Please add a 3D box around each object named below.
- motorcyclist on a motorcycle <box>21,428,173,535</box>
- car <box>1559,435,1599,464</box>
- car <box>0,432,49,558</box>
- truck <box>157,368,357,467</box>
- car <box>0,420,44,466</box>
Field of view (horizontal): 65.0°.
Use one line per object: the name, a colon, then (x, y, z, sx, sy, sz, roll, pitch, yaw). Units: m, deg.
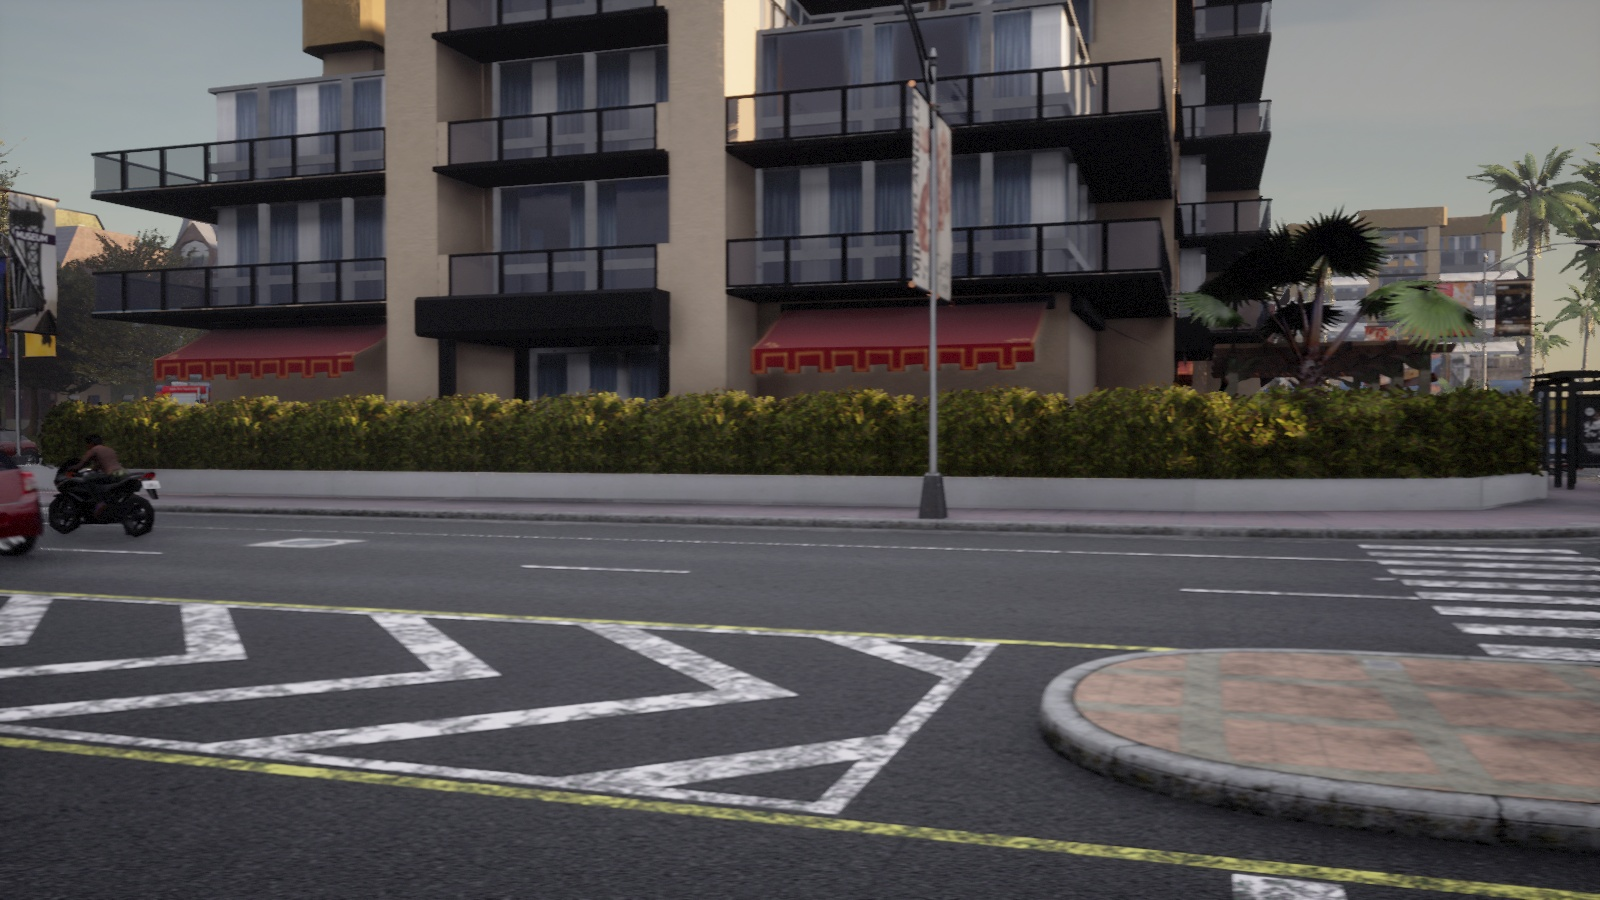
motorcyclist on a motorcycle: (-10.462, 0.443, 18.686, 2.044, 1.523, 0.797, 1, 1, 18)
car: (42.193, -0.041, 66.113, 2.163, 1.488, 4.792, 0, 1, 9)
car: (-11.346, 0.526, 15.294, 3.633, 1.501, 1.845, 1, 1, 18)
truck: (-22.699, -1.338, 53.140, 2.891, 3.827, 8.468, 1, 1, 18)
car: (-31.708, -0.278, 47.983, 2.097, 1.767, 4.553, 1, 1, 18)
